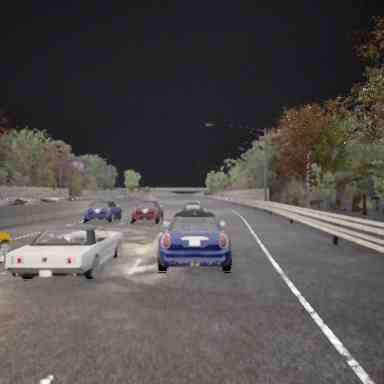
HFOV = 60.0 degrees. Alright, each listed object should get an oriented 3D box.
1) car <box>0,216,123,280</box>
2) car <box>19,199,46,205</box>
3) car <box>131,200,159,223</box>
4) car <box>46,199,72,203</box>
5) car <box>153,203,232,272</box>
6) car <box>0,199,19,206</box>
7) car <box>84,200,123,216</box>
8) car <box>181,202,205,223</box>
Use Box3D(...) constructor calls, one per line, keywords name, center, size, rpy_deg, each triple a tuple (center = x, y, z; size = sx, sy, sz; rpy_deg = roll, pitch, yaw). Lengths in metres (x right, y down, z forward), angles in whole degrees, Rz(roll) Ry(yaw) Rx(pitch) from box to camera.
Box3D(name="car", center=(-3.421, 1.637, 10.021), size=(1.895, 1.301, 4.718), rpy_deg=(0, 0, 0))
Box3D(name="car", center=(-21.092, 1.688, 45.461), size=(1.837, 1.490, 4.892), rpy_deg=(0, -1, 0))
Box3D(name="car", center=(-3.426, 1.451, 26.393), size=(2.097, 1.767, 4.553), rpy_deg=(0, 0, 0))
Box3D(name="car", center=(-17.594, 1.689, 45.506), size=(1.837, 1.490, 4.892), rpy_deg=(0, -1, 0))
Box3D(name="car", center=(0.080, 1.393, 11.092), size=(2.097, 1.767, 4.553), rpy_deg=(0, 0, 0))
Box3D(name="car", center=(-24.590, 1.687, 45.422), size=(1.837, 1.490, 4.892), rpy_deg=(0, -1, 0))
Box3D(name="car", center=(-6.926, 1.451, 26.419), size=(2.097, 1.767, 4.553), rpy_deg=(0, 0, 0))
Box3D(name="car", center=(0.077, 1.631, 27.750), size=(1.812, 1.442, 4.674), rpy_deg=(0, 0, 0))
